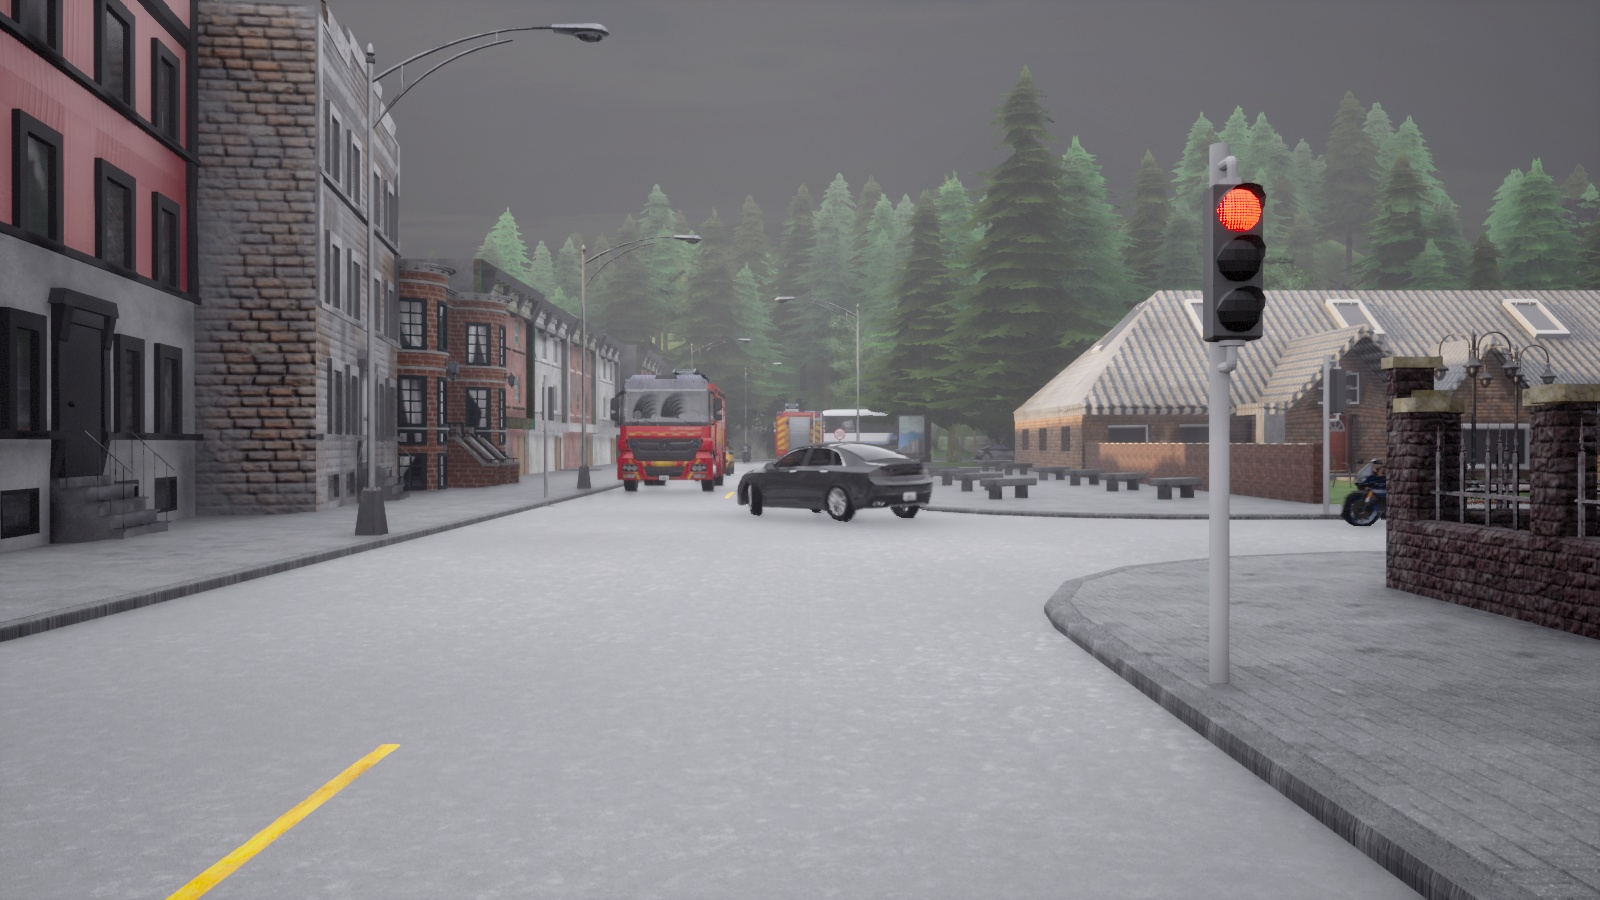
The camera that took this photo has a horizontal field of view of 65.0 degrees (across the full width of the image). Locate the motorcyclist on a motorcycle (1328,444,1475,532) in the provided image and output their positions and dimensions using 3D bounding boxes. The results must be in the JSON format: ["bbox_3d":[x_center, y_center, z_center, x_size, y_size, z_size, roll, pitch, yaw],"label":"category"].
[{"bbox_3d":[10.647,0.664,22.285,2.191,1.530,0.866,0,0,0],"label":"motorcyclist on a motorcycle"}]

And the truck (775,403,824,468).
[{"bbox_3d":[-0.033,-0.860,78.295,2.891,3.827,8.468,0,0,0],"label":"truck"}]

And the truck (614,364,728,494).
[{"bbox_3d":[-4.048,-0.654,41.252,2.891,3.827,8.468,0,0,0],"label":"truck"}]

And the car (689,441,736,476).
[{"bbox_3d":[-4.050,0.350,58.914,1.801,1.575,5.366,0,0,0],"label":"car"}]

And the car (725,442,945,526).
[{"bbox_3d":[0.578,0.608,25.426,1.837,1.490,4.892,-2,1,-36],"label":"car"}]

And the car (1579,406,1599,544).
[{"bbox_3d":[14.694,0.375,18.153,5.566,2.045,2.150,0,0,-1],"label":"car"}]
